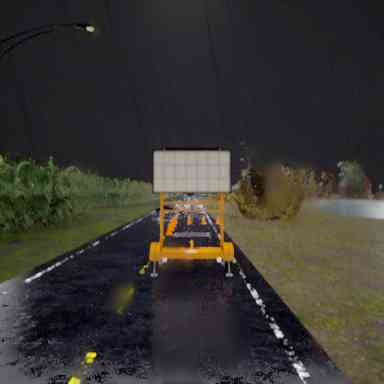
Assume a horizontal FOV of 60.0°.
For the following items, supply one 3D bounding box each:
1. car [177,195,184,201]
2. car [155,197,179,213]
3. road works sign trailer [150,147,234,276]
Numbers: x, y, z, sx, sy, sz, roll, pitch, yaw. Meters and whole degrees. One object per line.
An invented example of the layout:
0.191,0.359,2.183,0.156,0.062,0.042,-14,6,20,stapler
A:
-2.771,1.445,77.066,2.033,1.411,5.357,0,0,0,car
-2.862,1.499,36.406,2.033,1.411,5.357,0,0,0,car
-0.004,0.444,10.230,2.380,3.560,2.880,0,0,0,road works sign trailer
